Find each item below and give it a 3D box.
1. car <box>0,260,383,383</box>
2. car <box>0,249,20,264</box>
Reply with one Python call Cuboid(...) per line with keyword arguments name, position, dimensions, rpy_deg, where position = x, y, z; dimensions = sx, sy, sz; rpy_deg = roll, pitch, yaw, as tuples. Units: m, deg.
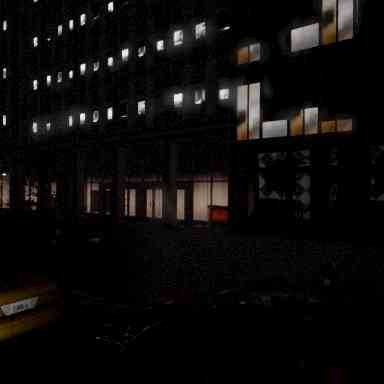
Cuboid(name="car", position=(0.543, 1.440, 2.478), dimensions=(4.097, 1.590, 1.967), rpy_deg=(0, 1, 36))
Cuboid(name="car", position=(-4.215, 1.524, 5.888), dimensions=(4.829, 1.417, 1.752), rpy_deg=(0, 1, 36))
